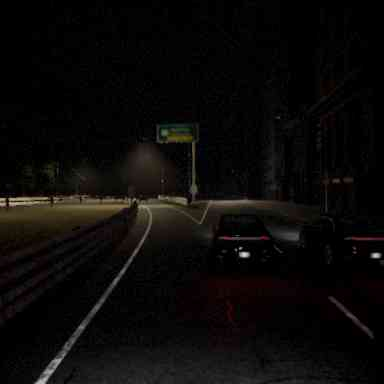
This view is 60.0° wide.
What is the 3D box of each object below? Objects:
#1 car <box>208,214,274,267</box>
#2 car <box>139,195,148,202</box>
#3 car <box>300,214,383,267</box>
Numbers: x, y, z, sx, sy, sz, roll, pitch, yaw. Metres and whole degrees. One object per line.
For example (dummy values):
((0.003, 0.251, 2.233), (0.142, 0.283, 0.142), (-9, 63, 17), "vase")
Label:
((1.600, 1.507, 11.531), (2.128, 1.511, 4.902), (0, 0, 4), "car")
((-10.548, 1.354, 72.328), (1.837, 1.490, 4.892), (0, 0, -12), "car")
((5.092, 1.490, 11.323), (2.128, 1.511, 4.902), (0, 0, 4), "car")
